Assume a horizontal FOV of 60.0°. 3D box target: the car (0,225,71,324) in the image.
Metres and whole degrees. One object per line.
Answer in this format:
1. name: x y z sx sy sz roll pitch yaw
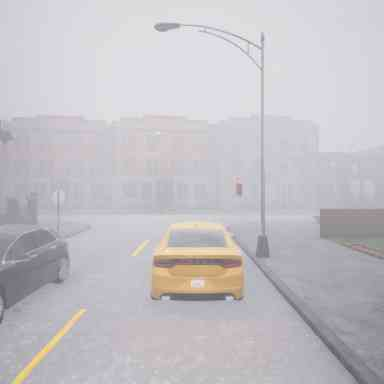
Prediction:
1. car: -4.078 1.506 6.827 1.837 1.490 4.892 0 0 0

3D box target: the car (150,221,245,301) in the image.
1. car: 0.110 1.478 8.396 1.882 1.535 5.008 0 0 0
